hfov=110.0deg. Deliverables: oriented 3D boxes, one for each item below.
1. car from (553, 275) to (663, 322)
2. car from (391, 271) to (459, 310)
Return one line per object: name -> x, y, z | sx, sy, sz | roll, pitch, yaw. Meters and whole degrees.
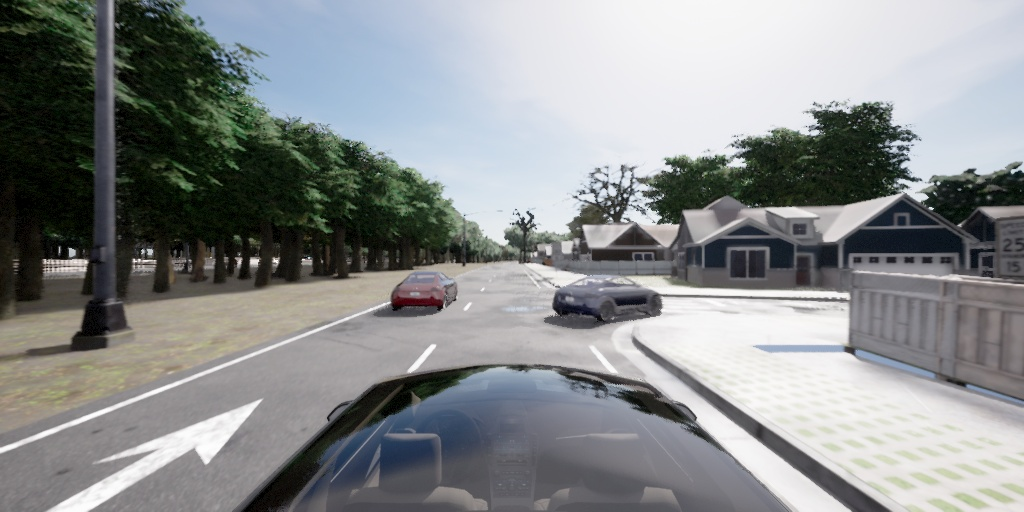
car -> 3.391, 1.354, 12.384 | 4.181, 1.385, 1.994 | 2, -2, -38
car -> -3.412, 1.312, 14.660 | 1.994, 1.385, 4.181 | 0, 0, 0
